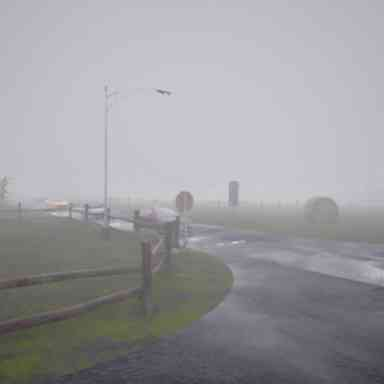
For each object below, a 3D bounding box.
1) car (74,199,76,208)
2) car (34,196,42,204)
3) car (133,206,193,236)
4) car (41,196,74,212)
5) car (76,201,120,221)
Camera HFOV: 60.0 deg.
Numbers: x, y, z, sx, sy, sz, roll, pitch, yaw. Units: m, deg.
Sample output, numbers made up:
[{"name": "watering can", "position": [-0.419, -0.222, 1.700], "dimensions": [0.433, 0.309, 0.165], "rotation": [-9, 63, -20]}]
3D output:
[{"name": "car", "position": [-17.065, 1.478, 45.446], "dimensions": [1.895, 1.301, 4.718], "rotation": [0, 0, -36]}, {"name": "car", "position": [-26.525, 1.328, 58.659], "dimensions": [2.033, 1.411, 5.357], "rotation": [0, 0, -36]}, {"name": "car", "position": [-1.814, 1.564, 19.136], "dimensions": [1.812, 1.442, 4.674], "rotation": [0, 0, -36]}, {"name": "car", "position": [-15.491, 1.393, 38.242], "dimensions": [1.882, 1.535, 5.008], "rotation": [0, 0, -35]}, {"name": "car", "position": [-7.633, 1.588, 27.261], "dimensions": [1.895, 1.301, 4.718], "rotation": [0, 0, -36]}]
